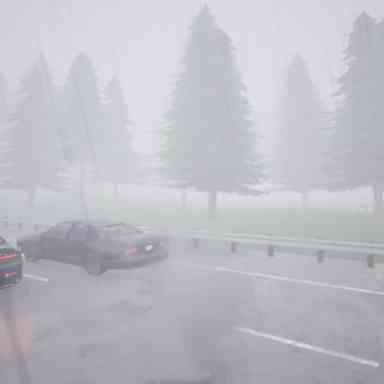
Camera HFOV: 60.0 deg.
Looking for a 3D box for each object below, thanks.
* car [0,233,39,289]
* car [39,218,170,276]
[{"bbox_3d":[-5.952,1.493,7.813,4.892,1.490,1.837,1,0,33],"label":"car"},{"bbox_3d":[-3.244,1.533,10.253,5.357,1.411,2.033,0,0,33],"label":"car"}]
